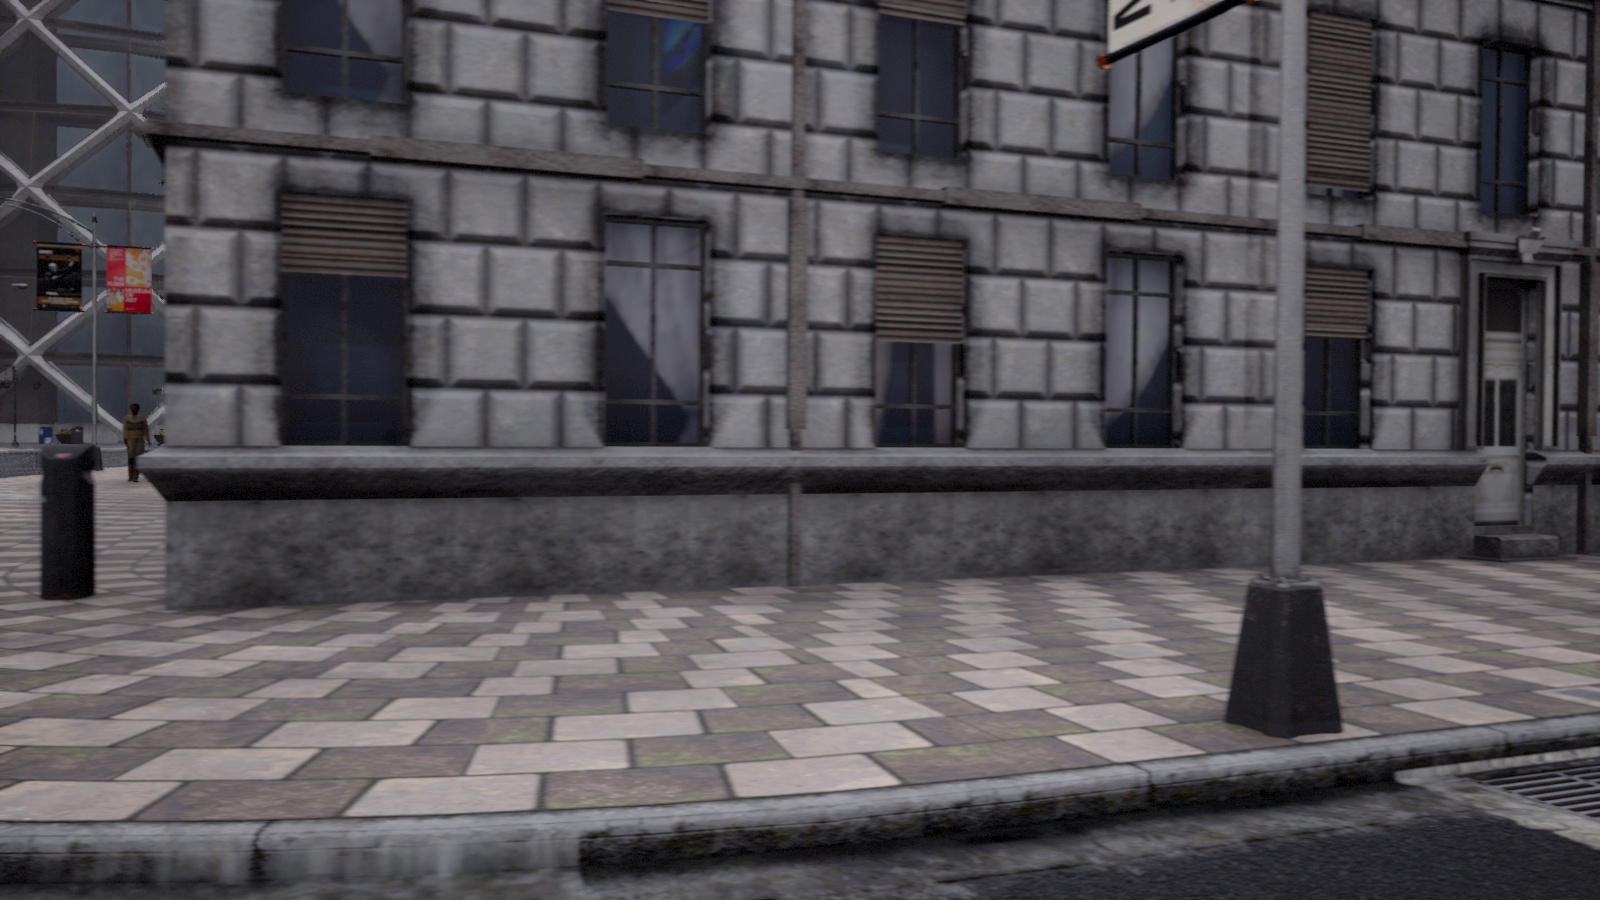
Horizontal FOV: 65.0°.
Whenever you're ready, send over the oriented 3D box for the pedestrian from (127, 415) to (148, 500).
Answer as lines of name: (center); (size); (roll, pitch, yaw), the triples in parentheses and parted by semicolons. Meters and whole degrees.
pedestrian: (-15.227, 0.171, 28.862); (0.396, 1.930, 0.692); (-1, 1, -28)
